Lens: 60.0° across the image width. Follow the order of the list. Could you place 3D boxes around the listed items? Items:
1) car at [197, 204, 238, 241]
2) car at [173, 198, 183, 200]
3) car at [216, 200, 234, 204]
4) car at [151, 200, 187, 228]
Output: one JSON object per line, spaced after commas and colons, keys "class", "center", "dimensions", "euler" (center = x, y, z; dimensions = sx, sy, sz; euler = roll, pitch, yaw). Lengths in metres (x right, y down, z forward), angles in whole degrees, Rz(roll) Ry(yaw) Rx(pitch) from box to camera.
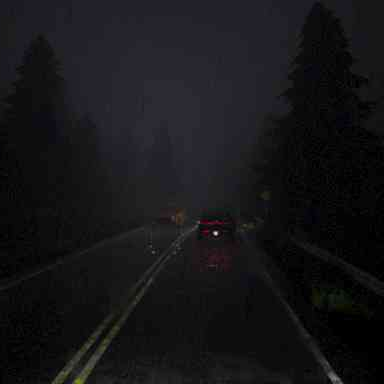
{"class": "car", "center": [1.304, 1.593, 17.294], "dimensions": [1.837, 1.490, 4.892], "euler": [0, 0, 6]}
{"class": "car", "center": [-2.592, 1.812, 64.920], "dimensions": [1.895, 1.301, 4.718], "euler": [2, -1, -22]}
{"class": "car", "center": [4.022, 1.719, 39.974], "dimensions": [1.837, 1.490, 4.892], "euler": [0, 0, 5]}
{"class": "car", "center": [-1.498, 1.596, 23.204], "dimensions": [1.882, 1.535, 5.008], "euler": [0, 0, 7]}
